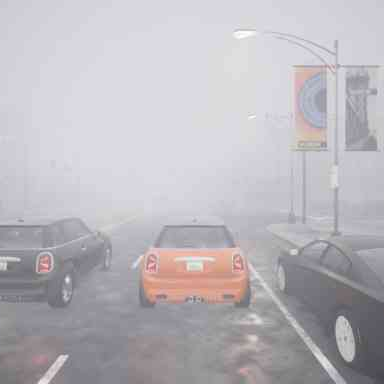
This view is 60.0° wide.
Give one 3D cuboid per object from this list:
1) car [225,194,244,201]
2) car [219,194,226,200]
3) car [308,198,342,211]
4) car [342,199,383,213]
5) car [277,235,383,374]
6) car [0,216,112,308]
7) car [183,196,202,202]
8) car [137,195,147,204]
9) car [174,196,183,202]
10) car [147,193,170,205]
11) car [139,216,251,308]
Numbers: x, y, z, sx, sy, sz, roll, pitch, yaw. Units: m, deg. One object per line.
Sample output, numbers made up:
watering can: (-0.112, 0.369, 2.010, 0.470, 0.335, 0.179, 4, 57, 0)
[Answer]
car: (11.631, 1.521, 86.020, 4.674, 1.442, 1.812, 0, 0, -37)
car: (9.388, 1.352, 88.727, 4.553, 1.767, 2.097, 0, 0, -37)
car: (16.441, 1.490, 39.972, 4.902, 1.511, 2.128, 0, 0, 1)
car: (19.550, 1.503, 36.439, 4.892, 1.490, 1.837, 0, 0, 0)
car: (2.902, 1.479, 5.739, 2.097, 1.535, 5.008, 0, 0, 0)
car: (-3.435, 1.352, 8.093, 2.097, 1.767, 4.553, 0, 0, 0)
car: (0.510, 1.550, 74.710, 1.994, 1.385, 4.181, 0, 0, 33)
car: (-8.584, 1.350, 62.799, 2.097, 1.767, 4.553, 0, 0, 16)
car: (-1.958, 1.537, 77.290, 2.033, 1.411, 5.357, 0, 0, 33)
car: (-5.718, 1.220, 60.249, 2.150, 2.045, 5.566, 0, 0, 14)
car: (0.066, 1.352, 8.089, 2.097, 1.767, 4.553, 0, 0, 0)
